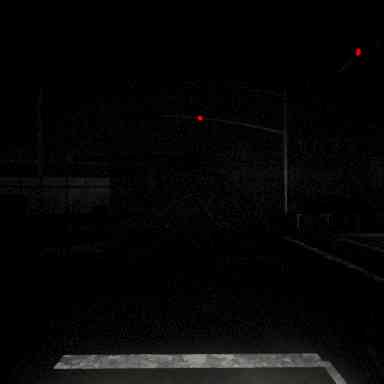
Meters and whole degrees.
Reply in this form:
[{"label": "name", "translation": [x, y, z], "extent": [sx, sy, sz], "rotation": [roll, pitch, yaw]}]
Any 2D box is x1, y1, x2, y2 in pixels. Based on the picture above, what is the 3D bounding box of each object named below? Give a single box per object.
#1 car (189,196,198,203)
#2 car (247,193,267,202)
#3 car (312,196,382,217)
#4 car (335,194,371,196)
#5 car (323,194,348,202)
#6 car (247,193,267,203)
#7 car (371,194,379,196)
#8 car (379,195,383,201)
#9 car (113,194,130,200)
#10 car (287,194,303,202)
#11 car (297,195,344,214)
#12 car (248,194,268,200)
[{"label": "car", "translation": [0.273, 1.547, 69.680], "extent": [2.033, 1.411, 5.357], "rotation": [0, 0, 0]}, {"label": "car", "translation": [13.450, 1.077, 68.978], "extent": [3.866, 1.878, 1.905], "rotation": [0, 0, 0]}, {"label": "car", "translation": [13.080, 1.339, 28.258], "extent": [4.514, 1.523, 2.007], "rotation": [0, 0, 0]}, {"label": "car", "translation": [20.651, 1.320, 43.266], "extent": [3.633, 1.501, 1.845], "rotation": [0, 0, 0]}, {"label": "car", "translation": [31.317, 1.298, 72.693], "extent": [4.514, 1.523, 2.007], "rotation": [0, 0, 0]}, {"label": "car", "translation": [12.850, 1.361, 65.652], "extent": [3.806, 1.475, 1.970], "rotation": [0, 0, 0]}, {"label": "car", "translation": [38.378, 1.232, 69.054], "extent": [3.806, 1.475, 1.970], "rotation": [0, 0, 0]}, {"label": "car", "translation": [38.723, 1.153, 62.638], "extent": [5.027, 1.636, 2.152], "rotation": [0, 0, 0]}, {"label": "car", "translation": [-19.401, 1.332, 91.583], "extent": [4.674, 1.442, 1.812], "rotation": [0, 0, 0]}, {"label": "car", "translation": [21.329, 1.097, 65.718], "extent": [4.605, 1.855, 1.932], "rotation": [0, 0, 0]}, {"label": "car", "translation": [13.017, 1.330, 31.395], "extent": [5.027, 1.636, 2.152], "rotation": [0, 0, 0]}, {"label": "car", "translation": [18.134, 1.333, 91.607], "extent": [4.902, 1.511, 2.128], "rotation": [0, 0, 0]}]
